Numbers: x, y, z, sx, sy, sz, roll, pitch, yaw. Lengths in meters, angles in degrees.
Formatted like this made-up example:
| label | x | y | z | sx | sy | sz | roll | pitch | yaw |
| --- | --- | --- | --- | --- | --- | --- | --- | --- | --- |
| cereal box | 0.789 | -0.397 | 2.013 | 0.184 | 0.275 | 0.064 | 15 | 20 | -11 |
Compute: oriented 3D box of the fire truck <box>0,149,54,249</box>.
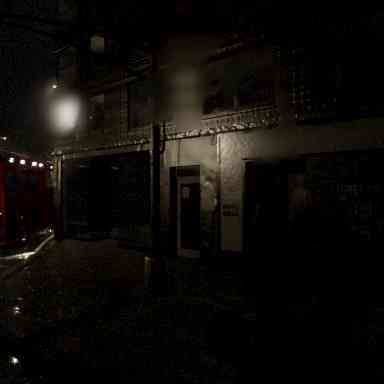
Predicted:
| label | x | y | z | sx | sy | sz | roll | pitch | yaw |
| --- | --- | --- | --- | --- | --- | --- | --- | --- | --- |
| fire truck | -7.860 | 0.120 | 14.434 | 2.891 | 3.827 | 8.468 | -2 | 2 | -7 |
